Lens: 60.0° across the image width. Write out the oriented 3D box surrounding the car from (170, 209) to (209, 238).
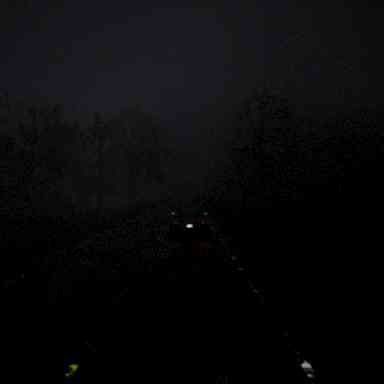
[{"bbox_3d":[-0.137,1.576,17.657,1.994,1.385,4.181,0,0,-1],"label":"car"}]
